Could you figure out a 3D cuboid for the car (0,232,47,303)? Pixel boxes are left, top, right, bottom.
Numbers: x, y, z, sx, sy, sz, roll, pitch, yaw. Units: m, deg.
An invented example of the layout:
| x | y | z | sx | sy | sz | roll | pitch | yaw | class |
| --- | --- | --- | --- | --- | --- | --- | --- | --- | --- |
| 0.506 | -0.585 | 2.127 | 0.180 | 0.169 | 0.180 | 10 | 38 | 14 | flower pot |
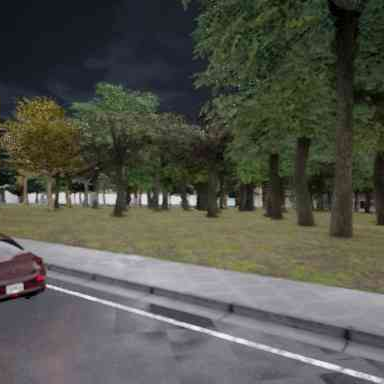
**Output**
| x | y | z | sx | sy | sz | roll | pitch | yaw | class |
| --- | --- | --- | --- | --- | --- | --- | --- | --- | --- |
| -5.030 | 1.552 | 7.268 | 4.674 | 1.442 | 1.812 | 0 | 0 | 35 | car |
